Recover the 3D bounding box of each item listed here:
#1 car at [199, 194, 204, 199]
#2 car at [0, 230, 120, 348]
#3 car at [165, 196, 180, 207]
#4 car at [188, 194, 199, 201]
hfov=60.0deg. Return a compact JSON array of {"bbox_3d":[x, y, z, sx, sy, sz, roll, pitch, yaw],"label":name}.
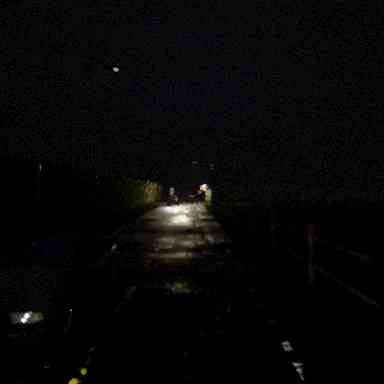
[{"bbox_3d":[1.299,1.202,90.345,1.882,1.535,5.008,1,1,37],"label":"car"},{"bbox_3d":[-2.848,1.532,6.853,2.033,1.411,5.357,0,0,0],"label":"car"},{"bbox_3d":[-2.830,1.361,49.294,2.128,1.511,4.902,0,0,0],"label":"car"},{"bbox_3d":[-0.001,1.143,74.397,2.128,1.511,4.902,0,0,0],"label":"car"}]
